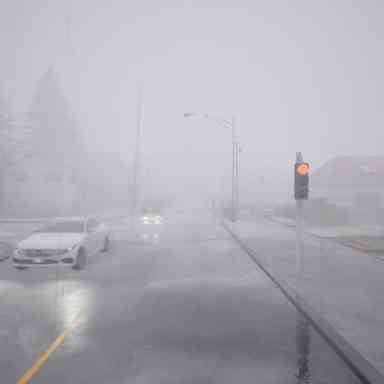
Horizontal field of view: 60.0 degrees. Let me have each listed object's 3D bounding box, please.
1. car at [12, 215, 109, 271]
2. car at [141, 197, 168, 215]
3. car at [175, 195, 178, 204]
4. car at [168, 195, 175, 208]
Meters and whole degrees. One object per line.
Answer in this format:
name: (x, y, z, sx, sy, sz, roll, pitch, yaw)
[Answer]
car: (-4.055, 1.526, 11.091, 1.812, 1.442, 4.674, 0, 0, 0)
car: (-4.000, 1.491, 33.966, 2.128, 1.511, 4.902, 0, 0, 0)
car: (-3.839, 1.352, 66.012, 2.097, 1.767, 4.553, 0, 0, 0)
car: (-3.950, 1.505, 48.959, 1.837, 1.490, 4.892, 0, 0, 0)
